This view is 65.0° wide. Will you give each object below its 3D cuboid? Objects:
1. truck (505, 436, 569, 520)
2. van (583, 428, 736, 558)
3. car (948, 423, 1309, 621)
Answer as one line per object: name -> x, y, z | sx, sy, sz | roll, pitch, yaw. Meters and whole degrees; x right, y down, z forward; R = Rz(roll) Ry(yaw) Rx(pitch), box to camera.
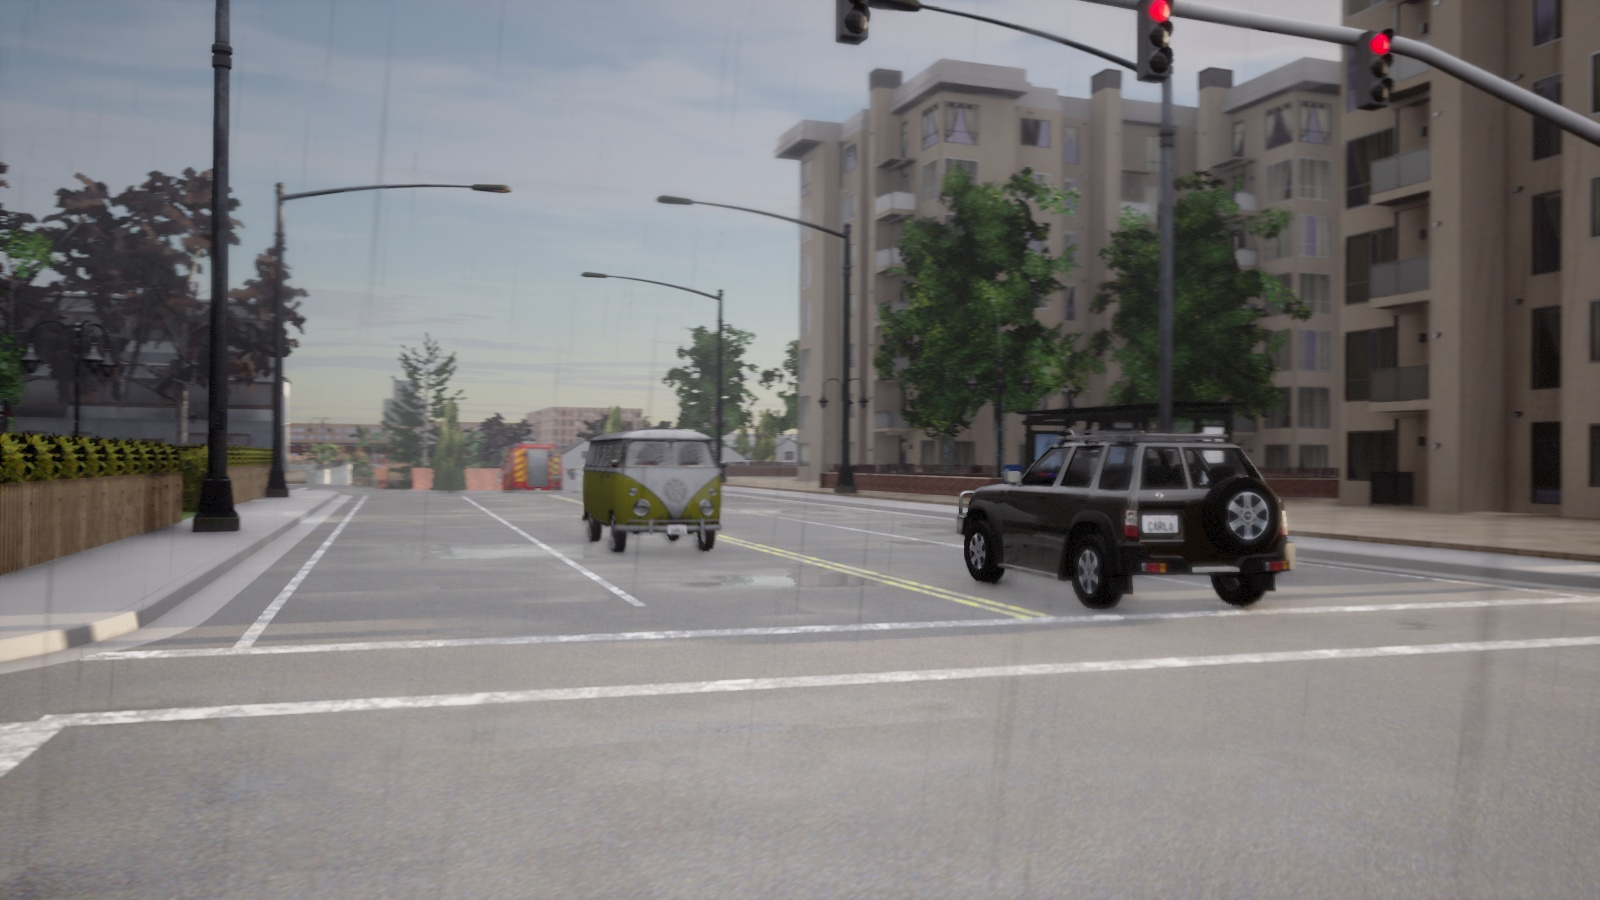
truck -> -16.168, 1.836, 76.797 | 2.891, 3.827, 8.468 | 0, -10, -18
van -> -2.516, 0.671, 21.483 | 1.775, 1.987, 4.442 | 0, 0, -17
car -> 3.435, 0.697, 14.215 | 1.932, 1.855, 4.605 | 0, 0, -15
